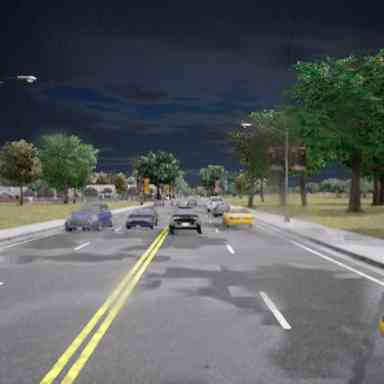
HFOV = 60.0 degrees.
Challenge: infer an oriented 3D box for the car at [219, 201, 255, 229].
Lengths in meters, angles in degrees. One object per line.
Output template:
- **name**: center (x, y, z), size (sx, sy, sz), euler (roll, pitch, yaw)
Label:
- **car**: center (3.231, 1.715, 23.952), size (1.801, 1.575, 5.366), euler (0, -1, 0)

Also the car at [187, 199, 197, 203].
- **car**: center (0.031, 2.195, 64.391), size (2.128, 1.511, 4.902), euler (0, -1, 0)

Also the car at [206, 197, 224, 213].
- **car**: center (3.214, 1.722, 45.797), size (2.150, 2.045, 5.566), euler (0, -1, 0)

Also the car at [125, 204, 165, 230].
- **car**: center (-3.369, 1.802, 23.541), size (2.033, 1.411, 5.357), euler (0, -1, 0)

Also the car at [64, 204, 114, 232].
- **car**: center (-6.617, 1.587, 21.791), size (2.097, 1.767, 4.553), euler (0, -1, 0)

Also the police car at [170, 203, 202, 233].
- **police car**: center (-0.379, 1.736, 21.580), size (2.038, 1.542, 4.974), euler (0, -1, 0)

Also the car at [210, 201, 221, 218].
- **car**: center (3.223, 1.942, 34.762), size (1.994, 1.385, 4.181), euler (0, -1, 0)

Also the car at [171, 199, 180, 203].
- **car**: center (-3.303, 2.268, 67.389), size (2.128, 1.511, 4.902), euler (0, -1, 0)

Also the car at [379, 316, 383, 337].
- **car**: center (3.248, 1.478, 1.950), size (1.801, 1.575, 5.366), euler (0, -1, 0)

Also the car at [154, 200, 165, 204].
- **car**: center (-6.553, 2.315, 67.348), size (1.994, 1.385, 4.181), euler (0, -1, 0)

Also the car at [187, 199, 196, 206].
- **car**: center (-0.061, 2.368, 77.014), size (2.033, 1.411, 5.357), euler (0, -1, 0)
